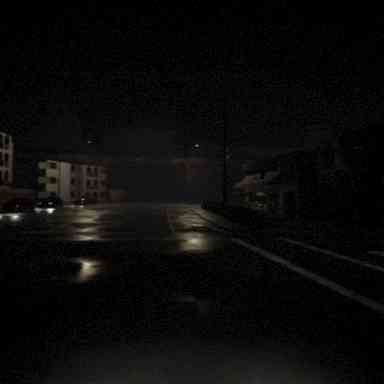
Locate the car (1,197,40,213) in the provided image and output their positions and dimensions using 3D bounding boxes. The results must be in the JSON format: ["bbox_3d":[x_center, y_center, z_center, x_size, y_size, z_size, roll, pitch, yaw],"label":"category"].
[{"bbox_3d":[-18.397,1.321,35.437,1.882,1.535,5.008,1,0,-4],"label":"car"}]

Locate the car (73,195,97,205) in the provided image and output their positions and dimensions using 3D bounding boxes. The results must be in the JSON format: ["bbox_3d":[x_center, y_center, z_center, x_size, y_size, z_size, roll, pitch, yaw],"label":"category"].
[{"bbox_3d":[-17.739,1.288,55.287,2.097,1.767,4.553,1,0,16],"label":"car"}]

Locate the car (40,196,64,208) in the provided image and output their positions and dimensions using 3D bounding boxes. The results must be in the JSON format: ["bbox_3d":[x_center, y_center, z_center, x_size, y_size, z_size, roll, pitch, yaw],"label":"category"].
[{"bbox_3d":[-18.909,1.381,45.021,1.837,1.490,4.892,1,0,-1],"label":"car"}]
